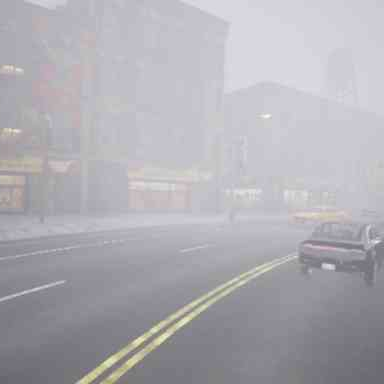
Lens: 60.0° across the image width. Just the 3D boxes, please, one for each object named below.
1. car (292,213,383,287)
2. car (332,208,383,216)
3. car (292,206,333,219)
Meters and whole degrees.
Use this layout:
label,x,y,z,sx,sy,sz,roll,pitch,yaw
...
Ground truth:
label,x,y,z,sx,sy,sz,roll,pitch,yaw
car,4.701,1.647,10.077,2.128,1.511,4.902,2,0,35
car,11.481,1.943,21.839,4.181,1.385,1.994,2,0,-36
car,9.538,1.794,24.749,5.008,1.535,1.882,2,0,-36
